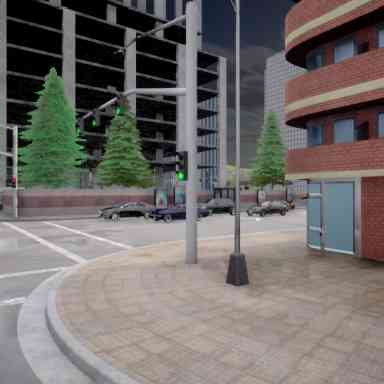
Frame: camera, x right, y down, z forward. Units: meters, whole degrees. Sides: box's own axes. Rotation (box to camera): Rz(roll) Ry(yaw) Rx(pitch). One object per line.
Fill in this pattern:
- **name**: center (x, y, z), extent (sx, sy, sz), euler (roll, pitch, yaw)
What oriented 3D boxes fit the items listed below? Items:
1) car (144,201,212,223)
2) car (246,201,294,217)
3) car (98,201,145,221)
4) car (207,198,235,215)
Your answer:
- **car**: center (-1.025, 1.656, 26.315), extent (4.718, 1.301, 1.895), euler (0, 0, -35)
- **car**: center (7.355, 1.581, 32.239), extent (4.674, 1.442, 1.812), euler (0, 0, -35)
- **car**: center (-5.288, 1.547, 27.587), extent (4.902, 1.511, 2.128), euler (0, 0, -35)
- **car**: center (2.198, 1.407, 32.882), extent (4.553, 1.767, 2.097), euler (0, 0, -35)
